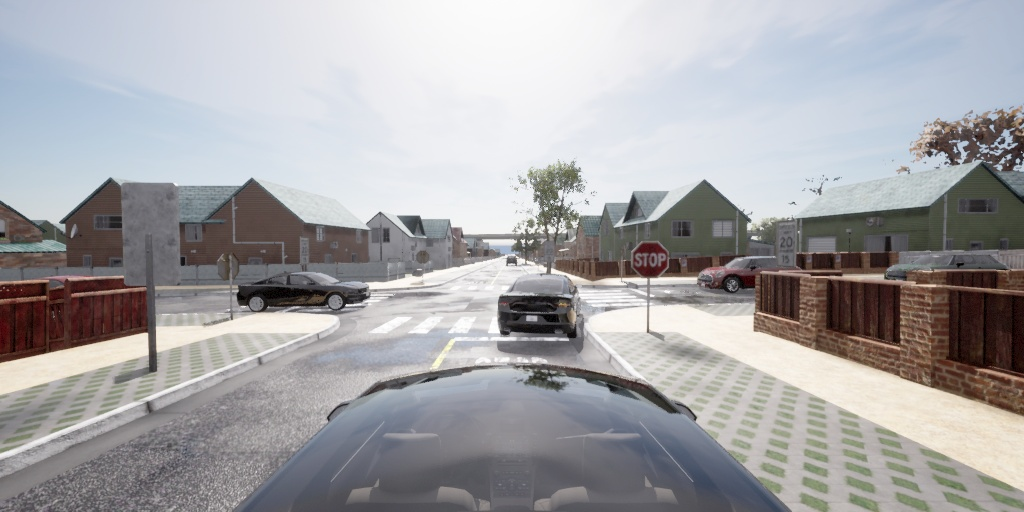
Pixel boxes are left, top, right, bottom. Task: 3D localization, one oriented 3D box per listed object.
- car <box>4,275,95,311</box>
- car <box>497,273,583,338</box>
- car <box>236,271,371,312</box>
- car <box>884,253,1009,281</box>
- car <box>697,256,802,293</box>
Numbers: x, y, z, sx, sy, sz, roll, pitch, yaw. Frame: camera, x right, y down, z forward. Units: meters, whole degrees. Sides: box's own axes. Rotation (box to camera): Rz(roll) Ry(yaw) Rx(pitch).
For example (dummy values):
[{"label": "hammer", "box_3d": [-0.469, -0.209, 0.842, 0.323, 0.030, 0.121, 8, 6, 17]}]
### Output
[{"label": "car", "box_3d": [-18.034, 1.547, 14.748, 5.008, 1.535, 1.882, -1, 2, 0]}, {"label": "car", "box_3d": [0.950, 1.224, 10.303, 1.882, 1.535, 5.008, 0, 0, 12]}, {"label": "car", "box_3d": [-8.482, 1.377, 14.820, 5.008, 1.535, 1.882, -1, 2, 0]}, {"label": "car", "box_3d": [21.685, 0.646, 18.005, 4.553, 1.767, 2.097, -1, 2, 0]}, {"label": "car", "box_3d": [11.790, 0.820, 17.924, 4.553, 1.767, 2.097, -1, 2, 0]}]
